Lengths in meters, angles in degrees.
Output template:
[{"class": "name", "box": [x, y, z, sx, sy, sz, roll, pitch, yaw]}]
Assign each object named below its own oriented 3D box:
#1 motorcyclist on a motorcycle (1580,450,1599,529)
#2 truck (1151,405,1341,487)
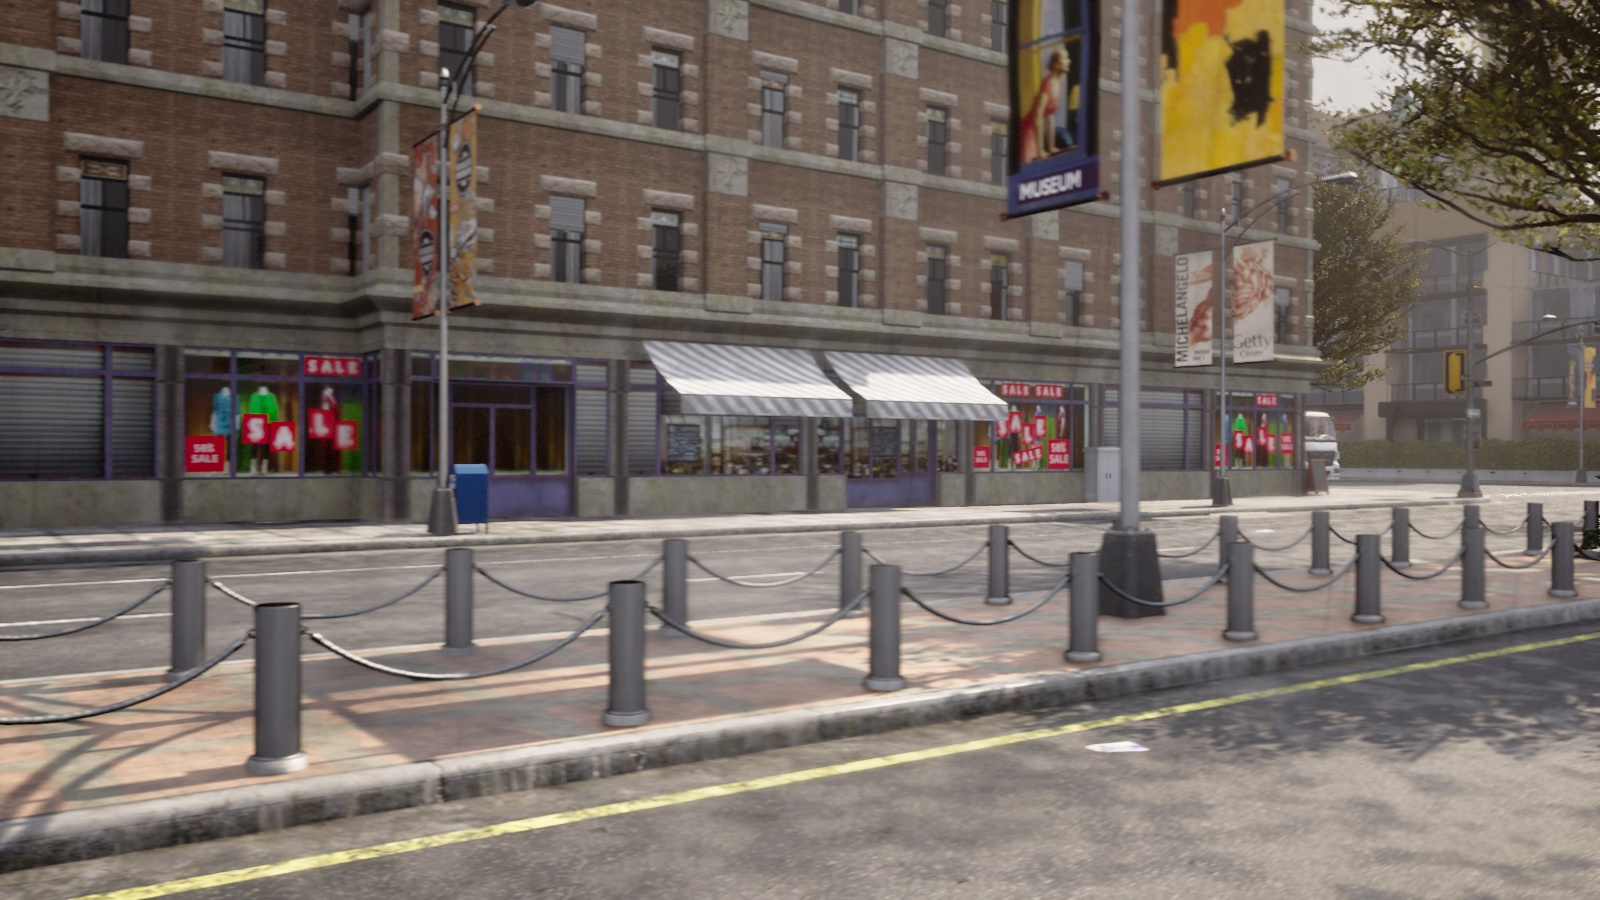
[{"class": "motorcyclist on a motorcycle", "box": [16.285, 0.753, 24.743, 2.044, 1.523, 0.797, 0, 0, -35]}, {"class": "truck", "box": [20.072, -0.140, 57.033, 2.891, 3.462, 7.936, 0, 0, -35]}]
